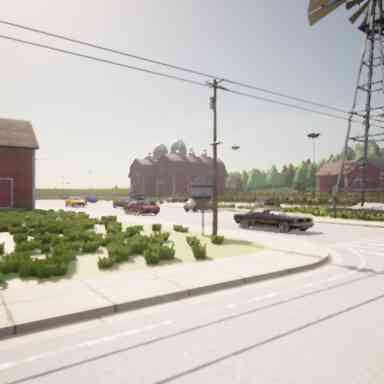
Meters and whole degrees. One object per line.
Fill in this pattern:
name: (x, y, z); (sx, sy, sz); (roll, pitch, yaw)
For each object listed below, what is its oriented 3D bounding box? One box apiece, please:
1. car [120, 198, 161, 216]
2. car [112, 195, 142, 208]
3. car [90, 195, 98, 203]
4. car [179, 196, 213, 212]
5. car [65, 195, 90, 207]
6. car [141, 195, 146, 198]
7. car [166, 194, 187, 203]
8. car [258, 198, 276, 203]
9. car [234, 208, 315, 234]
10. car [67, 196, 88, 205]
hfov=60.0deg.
car: (-4.997, 1.601, 32.700); (1.895, 1.301, 4.718); (0, 0, -36)
car: (-9.071, 1.492, 44.422); (2.128, 1.511, 4.902); (0, 0, -37)
car: (-21.694, 1.481, 68.395); (4.611, 1.667, 2.242); (0, 0, -36)
car: (1.012, 1.506, 38.308); (4.193, 1.474, 1.816); (0, 0, -36)
car: (-17.313, 1.481, 49.499); (1.882, 1.535, 5.008); (0, 0, -36)
car: (-7.406, 1.314, 48.856); (3.866, 1.878, 1.905); (0, 0, -36)
car: (-2.722, 1.311, 64.905); (4.605, 1.855, 1.932); (0, 0, -36)
car: (10.692, 1.522, 46.865); (3.905, 1.438, 1.784); (0, 0, -36)
car: (4.726, 1.601, 19.567); (1.895, 1.301, 4.718); (0, 0, -37)
car: (-20.799, 1.547, 60.264); (2.033, 1.411, 5.357); (0, 0, -36)
